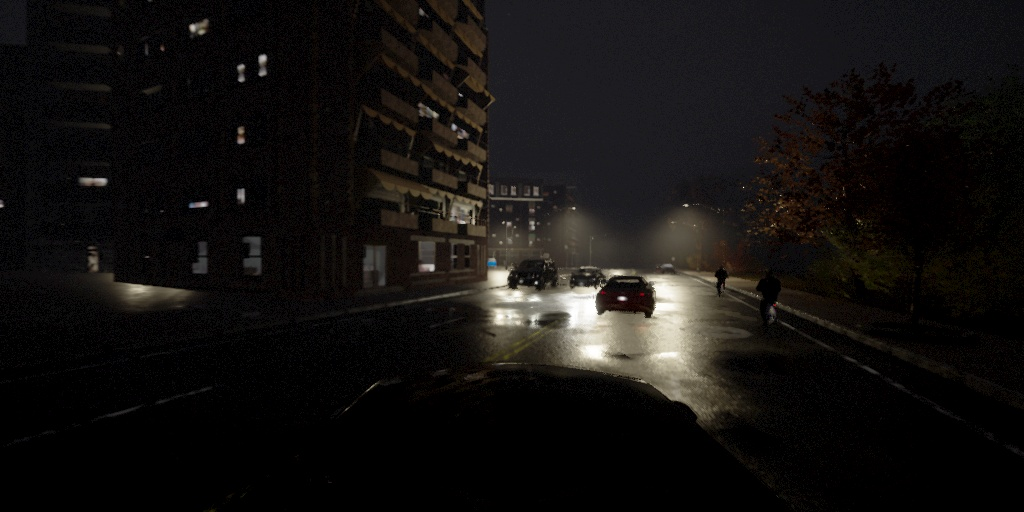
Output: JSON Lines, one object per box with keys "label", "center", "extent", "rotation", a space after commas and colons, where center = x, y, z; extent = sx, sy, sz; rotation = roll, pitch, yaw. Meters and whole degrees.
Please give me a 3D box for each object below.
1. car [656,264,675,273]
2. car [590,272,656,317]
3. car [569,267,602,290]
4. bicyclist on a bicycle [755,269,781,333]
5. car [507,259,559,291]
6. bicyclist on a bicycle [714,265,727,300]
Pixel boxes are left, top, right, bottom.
{"label": "car", "center": [24.105, 1.956, 55.660], "extent": [2.033, 1.411, 5.357], "rotation": [0, -1, 18]}
{"label": "car", "center": [4.597, 1.466, 14.229], "extent": [1.994, 1.385, 4.181], "rotation": [0, -1, 23]}
{"label": "car", "center": [5.291, 1.508, 24.854], "extent": [2.128, 1.511, 4.902], "rotation": [0, -1, 22]}
{"label": "bicyclist on a bicycle", "center": [7.330, 1.244, 10.312], "extent": [0.659, 1.776, 1.843], "rotation": [0, 0, 23]}
{"label": "car", "center": [1.592, 1.217, 24.370], "extent": [2.150, 2.045, 5.566], "rotation": [0, -1, 22]}
{"label": "bicyclist on a bicycle", "center": [10.853, 1.347, 18.674], "extent": [0.659, 1.776, 1.843], "rotation": [0, 0, 23]}
